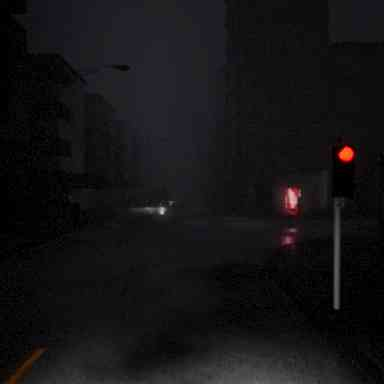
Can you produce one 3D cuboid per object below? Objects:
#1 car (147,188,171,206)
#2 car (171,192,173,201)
[{"bbox_3d":[-4.116,0.578,40.374,2.150,2.045,5.566,0,1,0],"label":"car"},{"bbox_3d":[-4.091,0.621,53.729,1.882,1.535,5.008,0,1,0],"label":"car"}]
